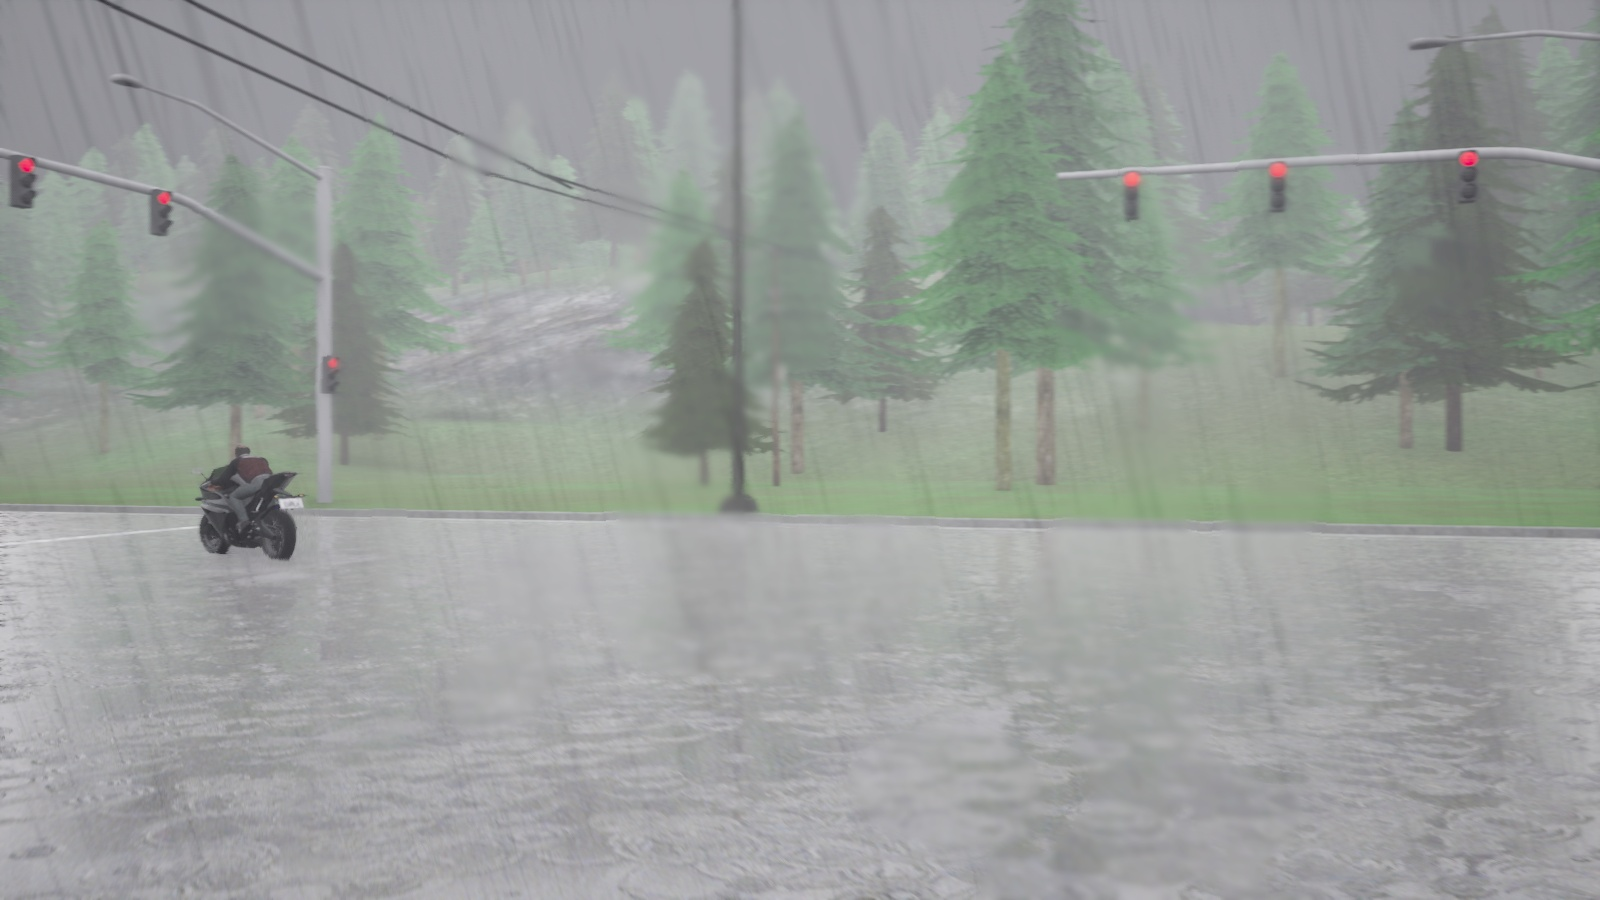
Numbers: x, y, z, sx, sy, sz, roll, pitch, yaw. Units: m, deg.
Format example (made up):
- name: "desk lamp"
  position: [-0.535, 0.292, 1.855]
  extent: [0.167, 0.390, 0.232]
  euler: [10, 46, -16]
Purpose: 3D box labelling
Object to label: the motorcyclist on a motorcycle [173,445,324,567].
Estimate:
- name: "motorcyclist on a motorcycle"
  position: [-7.379, 0.699, 16.769]
  extent: [2.191, 1.530, 0.866]
  euler: [0, 1, 37]
